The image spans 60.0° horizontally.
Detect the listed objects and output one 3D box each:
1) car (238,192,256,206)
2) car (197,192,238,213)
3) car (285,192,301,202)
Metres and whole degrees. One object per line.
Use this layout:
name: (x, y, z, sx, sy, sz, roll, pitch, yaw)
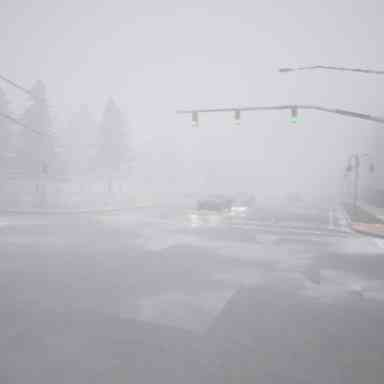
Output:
car: (5.794, 0.702, 36.704, 2.128, 1.511, 4.902, 2, 2, 23)
car: (1.997, 0.814, 27.556, 1.882, 1.535, 5.008, 2, 2, 23)
car: (15.040, 0.712, 49.407, 1.994, 1.385, 4.181, 2, 2, 22)
